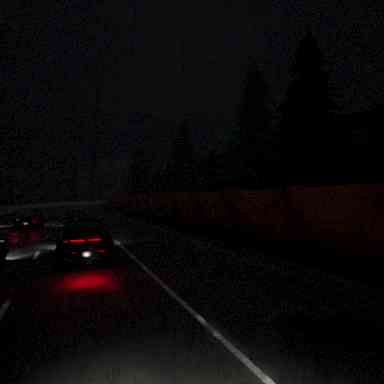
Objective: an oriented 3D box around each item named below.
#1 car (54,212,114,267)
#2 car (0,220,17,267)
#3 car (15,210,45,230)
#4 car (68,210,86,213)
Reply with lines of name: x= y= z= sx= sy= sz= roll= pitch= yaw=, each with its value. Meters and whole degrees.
car: x=-4.108 y=1.750 z=12.698 sx=1.837 sy=1.490 sz=4.892 roll=-1 pitch=-1 yaw=-20
car: x=-6.709 y=1.817 z=9.565 sx=2.033 sy=1.411 sz=5.357 roll=-1 pitch=-1 yaw=-20
car: x=-12.820 y=2.133 z=26.335 sx=1.812 sy=1.442 sz=4.674 roll=-1 pitch=0 yaw=-20
car: x=-8.588 y=2.040 z=24.880 sx=2.033 sy=1.411 sz=5.357 roll=-1 pitch=-1 yaw=-20
